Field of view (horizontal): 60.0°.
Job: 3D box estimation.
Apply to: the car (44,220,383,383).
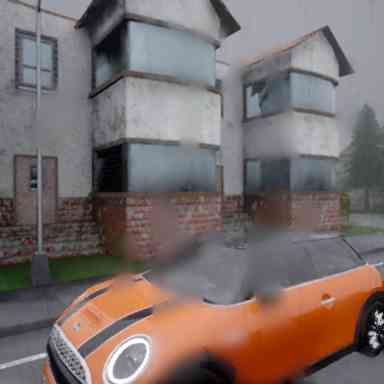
[{"bbox_3d":[0.574,1.334,4.376,4.553,1.767,2.097,0,0,-35],"label":"car"}]
